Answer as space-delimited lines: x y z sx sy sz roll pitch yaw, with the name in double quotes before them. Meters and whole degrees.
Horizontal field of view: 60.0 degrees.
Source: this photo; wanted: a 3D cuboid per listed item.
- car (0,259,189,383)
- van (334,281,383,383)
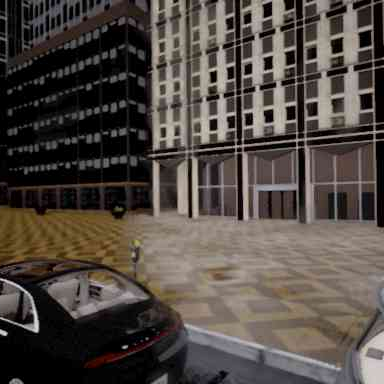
"car" -2.092 1.578 4.374 4.403 1.369 2.008 0 -1 36
"van" 2.539 1.331 1.073 3.998 1.788 1.690 0 -1 36
